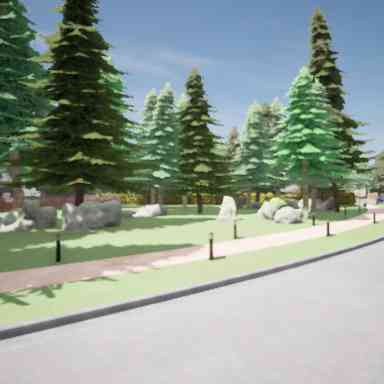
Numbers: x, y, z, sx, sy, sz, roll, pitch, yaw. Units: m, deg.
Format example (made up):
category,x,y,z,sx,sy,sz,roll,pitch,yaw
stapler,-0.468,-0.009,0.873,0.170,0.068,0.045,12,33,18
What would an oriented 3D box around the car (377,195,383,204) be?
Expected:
category,x,y,z,sx,sy,sz,roll,pitch,yaw
car,35.726,1.267,60.975,2.097,1.767,4.553,0,0,12
